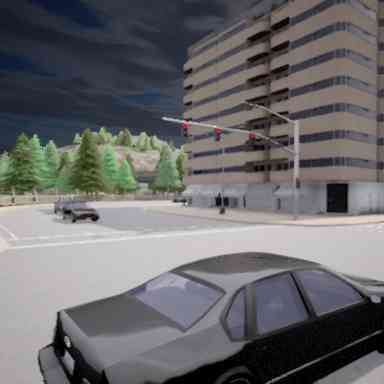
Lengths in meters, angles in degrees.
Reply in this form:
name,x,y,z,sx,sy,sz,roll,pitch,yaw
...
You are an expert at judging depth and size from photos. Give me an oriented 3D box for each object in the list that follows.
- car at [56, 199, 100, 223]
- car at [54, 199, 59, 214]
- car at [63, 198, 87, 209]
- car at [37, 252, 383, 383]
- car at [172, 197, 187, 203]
name,x,y,z,sx,sy,sz,roll,pitch,yaw
car,-8.737,1.513,25.759,2.033,1.411,5.357,1,0,-32
car,-13.365,1.443,34.926,2.128,1.511,4.902,0,0,-20
car,-15.709,1.557,44.907,1.895,1.301,4.718,0,0,-5
car,0.960,1.559,4.407,5.357,1.411,2.033,1,0,-35
car,-1.808,1.654,69.723,2.033,1.411,5.357,0,0,40
